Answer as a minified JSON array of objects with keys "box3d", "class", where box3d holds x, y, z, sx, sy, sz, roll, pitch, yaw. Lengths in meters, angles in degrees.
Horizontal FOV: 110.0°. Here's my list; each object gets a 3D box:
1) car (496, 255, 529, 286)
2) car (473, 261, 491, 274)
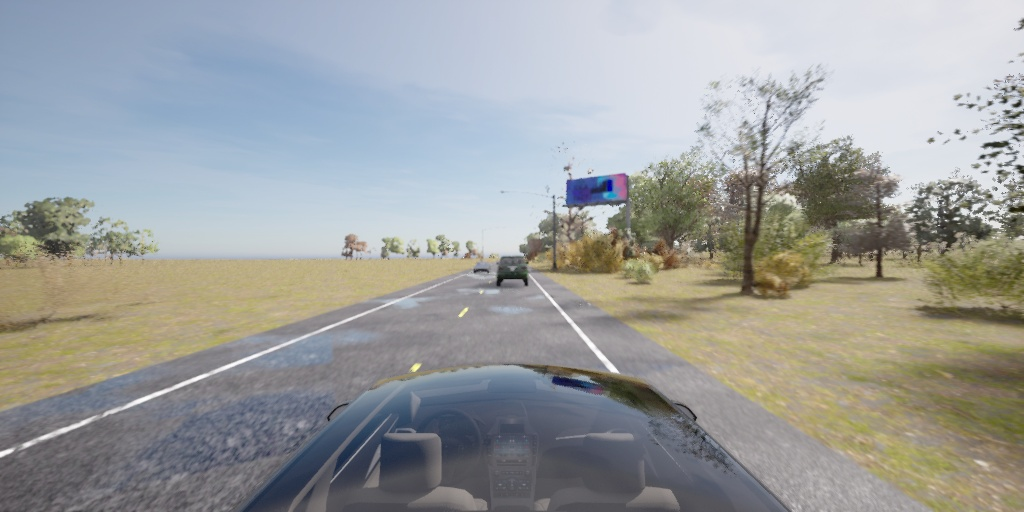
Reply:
[{"box3d":[0.055,0.960,25.445,2.150,2.045,5.566,0,0,1],"class":"car"},{"box3d":[-3.416,1.327,41.929,2.033,1.411,5.357,-1,0,0],"class":"car"}]
